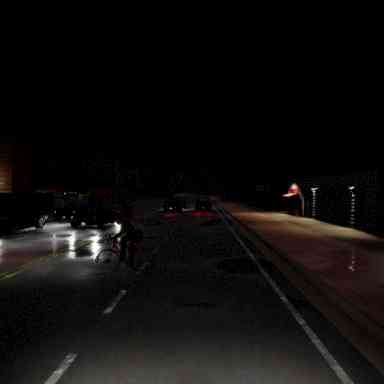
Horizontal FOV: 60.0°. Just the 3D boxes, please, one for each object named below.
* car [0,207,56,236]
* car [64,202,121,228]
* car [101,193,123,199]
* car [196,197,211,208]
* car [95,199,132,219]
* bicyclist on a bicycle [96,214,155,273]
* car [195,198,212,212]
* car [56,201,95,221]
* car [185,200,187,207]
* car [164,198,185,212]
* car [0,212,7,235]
[{"bbox_3d":[-10.035,1.548,18.735,2.033,1.411,5.357,0,0,2],"label":"car"},{"bbox_3d":[-6.416,1.601,22.062,1.895,1.301,4.718,0,0,2],"label":"car"},{"bbox_3d":[-22.000,1.153,92.690,4.605,1.855,1.932,0,0,2],"label":"car"},{"bbox_3d":[1.652,1.547,48.795,2.033,1.411,5.357,0,0,1],"label":"car"},{"bbox_3d":[-6.152,1.563,27.406,1.812,1.442,4.674,0,0,2],"label":"car"},{"bbox_3d":[-1.857,1.452,9.256,1.656,1.620,0.582,-1,0,2],"label":"bicyclist on a bicycle"},{"bbox_3d":[1.307,1.491,38.357,2.128,1.511,4.902,0,0,2],"label":"car"},{"bbox_3d":[-9.651,1.600,27.490,1.895,1.301,4.718,0,0,2],"label":"car"},{"bbox_3d":[-1.872,1.547,49.603,2.033,1.411,5.357,0,0,2],"label":"car"},{"bbox_3d":[-2.203,1.506,38.790,1.837,1.490,4.892,0,0,2],"label":"car"},{"bbox_3d":[-6.888,1.478,7.928,1.882,1.535,5.008,0,0,2],"label":"car"}]
